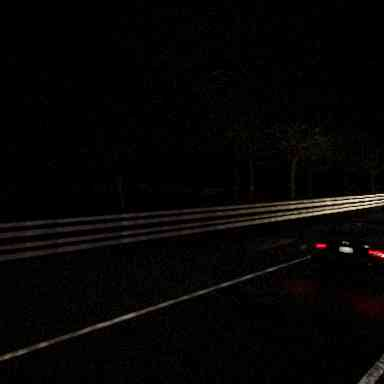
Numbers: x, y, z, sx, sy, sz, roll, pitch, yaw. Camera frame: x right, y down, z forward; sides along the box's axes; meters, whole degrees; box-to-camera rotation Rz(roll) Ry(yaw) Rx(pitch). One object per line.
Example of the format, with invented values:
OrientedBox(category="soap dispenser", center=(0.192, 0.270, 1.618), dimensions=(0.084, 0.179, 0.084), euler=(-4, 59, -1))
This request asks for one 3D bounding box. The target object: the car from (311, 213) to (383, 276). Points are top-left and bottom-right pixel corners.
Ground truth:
OrientedBox(category="car", center=(5.284, 1.304, 9.251), dimensions=(5.357, 1.411, 2.033), euler=(-2, 2, -44))
